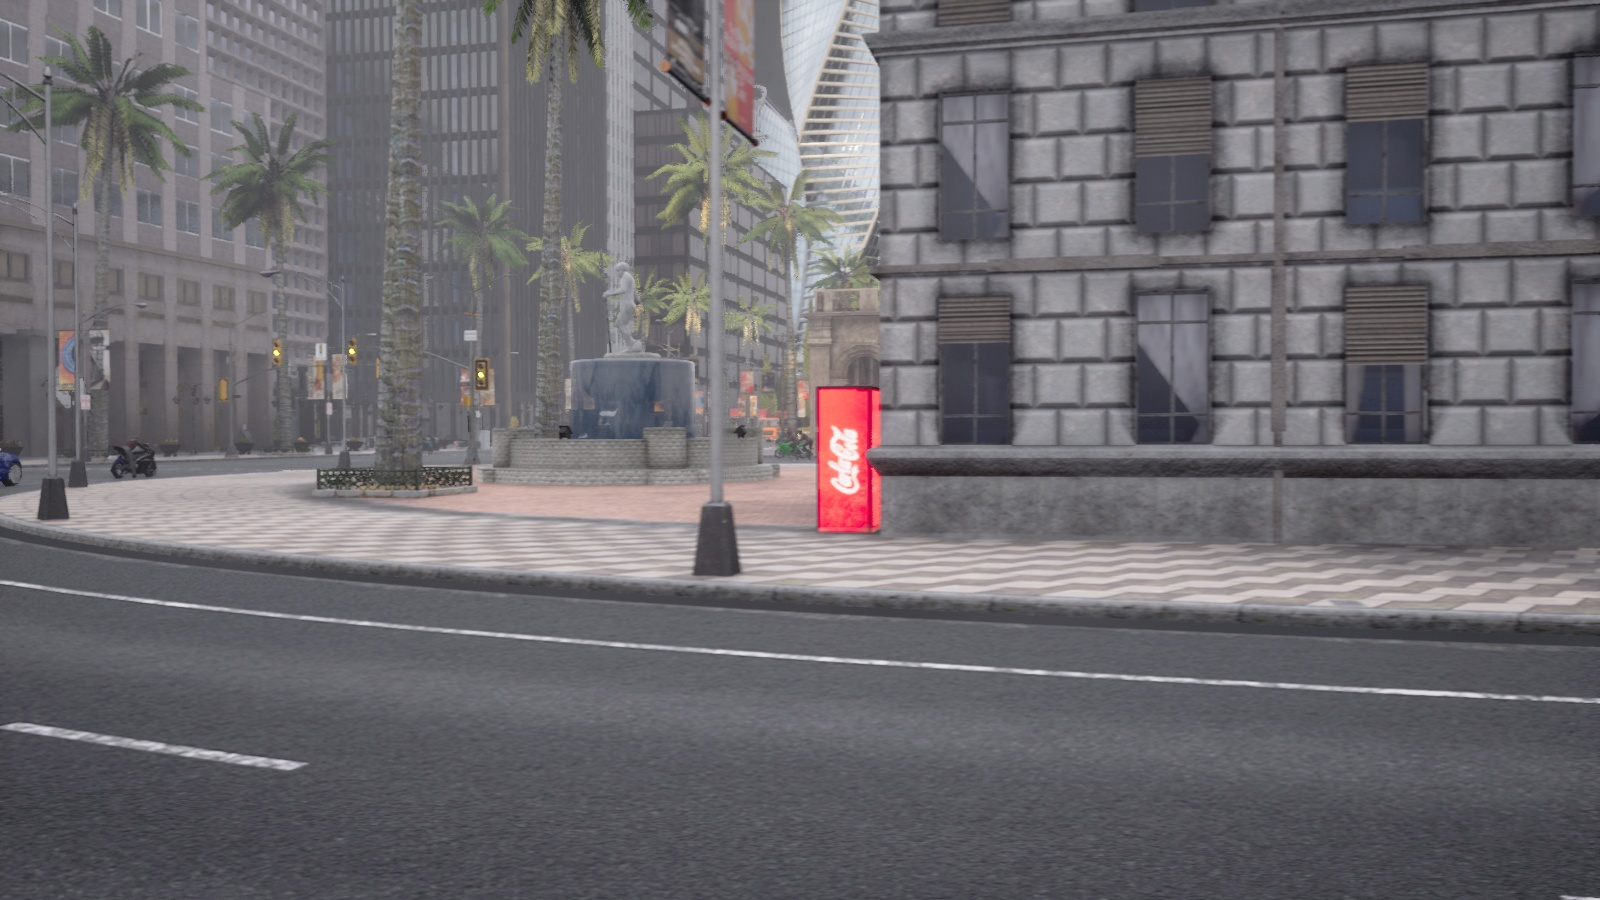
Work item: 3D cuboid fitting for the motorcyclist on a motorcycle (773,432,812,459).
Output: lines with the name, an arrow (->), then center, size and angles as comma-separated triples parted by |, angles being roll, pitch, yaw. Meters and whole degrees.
motorcyclist on a motorcycle -> -0.418, -0.256, 69.486 | 2.044, 1.523, 0.797 | 0, 1, 14

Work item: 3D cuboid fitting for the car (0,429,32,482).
car -> -24.063, 0.162, 35.747 | 1.882, 1.535, 5.008 | 0, 1, -7

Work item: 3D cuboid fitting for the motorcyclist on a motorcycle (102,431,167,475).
motorcyclist on a motorcycle -> -23.536, 0.087, 44.474 | 0.866, 1.530, 2.191 | 0, 1, 10
